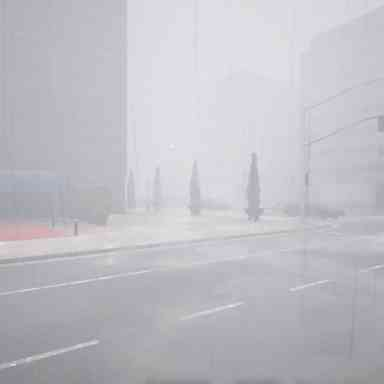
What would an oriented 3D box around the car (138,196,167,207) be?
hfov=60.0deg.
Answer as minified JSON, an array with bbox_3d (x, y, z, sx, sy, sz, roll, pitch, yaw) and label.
[{"bbox_3d":[-6.256,1.526,52.830,1.812,1.442,4.674,0,0,-35],"label":"car"}]

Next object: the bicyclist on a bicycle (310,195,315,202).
[{"bbox_3d":[16.857,1.301,46.689,1.656,1.620,0.582,0,0,-35],"label":"bicyclist on a bicycle"}]

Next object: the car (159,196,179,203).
[{"bbox_3d":[-4.859,1.601,69.491,1.895,1.301,4.718,0,0,-35],"label":"car"}]

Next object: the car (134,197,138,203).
[{"bbox_3d":[-9.444,1.529,63.677,1.812,1.442,4.674,0,0,-35],"label":"car"}]

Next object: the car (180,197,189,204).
[{"bbox_3d":[0.269,1.352,62.154,2.097,1.767,4.553,0,0,-35],"label":"car"}]

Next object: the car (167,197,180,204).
[{"bbox_3d":[-4.158,1.547,62.386,2.033,1.411,5.357,0,0,-35],"label":"car"}]

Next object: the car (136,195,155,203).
[{"bbox_3d":[-9.874,1.520,70.413,2.128,1.511,4.902,0,0,-35],"label":"car"}]

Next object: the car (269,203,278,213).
[{"bbox_3d":[10.438,1.601,34.934,1.895,1.301,4.718,0,0,-35],"label":"car"}]

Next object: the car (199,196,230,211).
[{"bbox_3d":[2.603,1.526,40.067,1.812,1.442,4.674,0,0,-35],"label":"car"}]

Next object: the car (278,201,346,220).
[{"bbox_3d":[10.382,1.548,28.659,2.033,1.411,5.357,0,0,-33],"label":"car"}]
